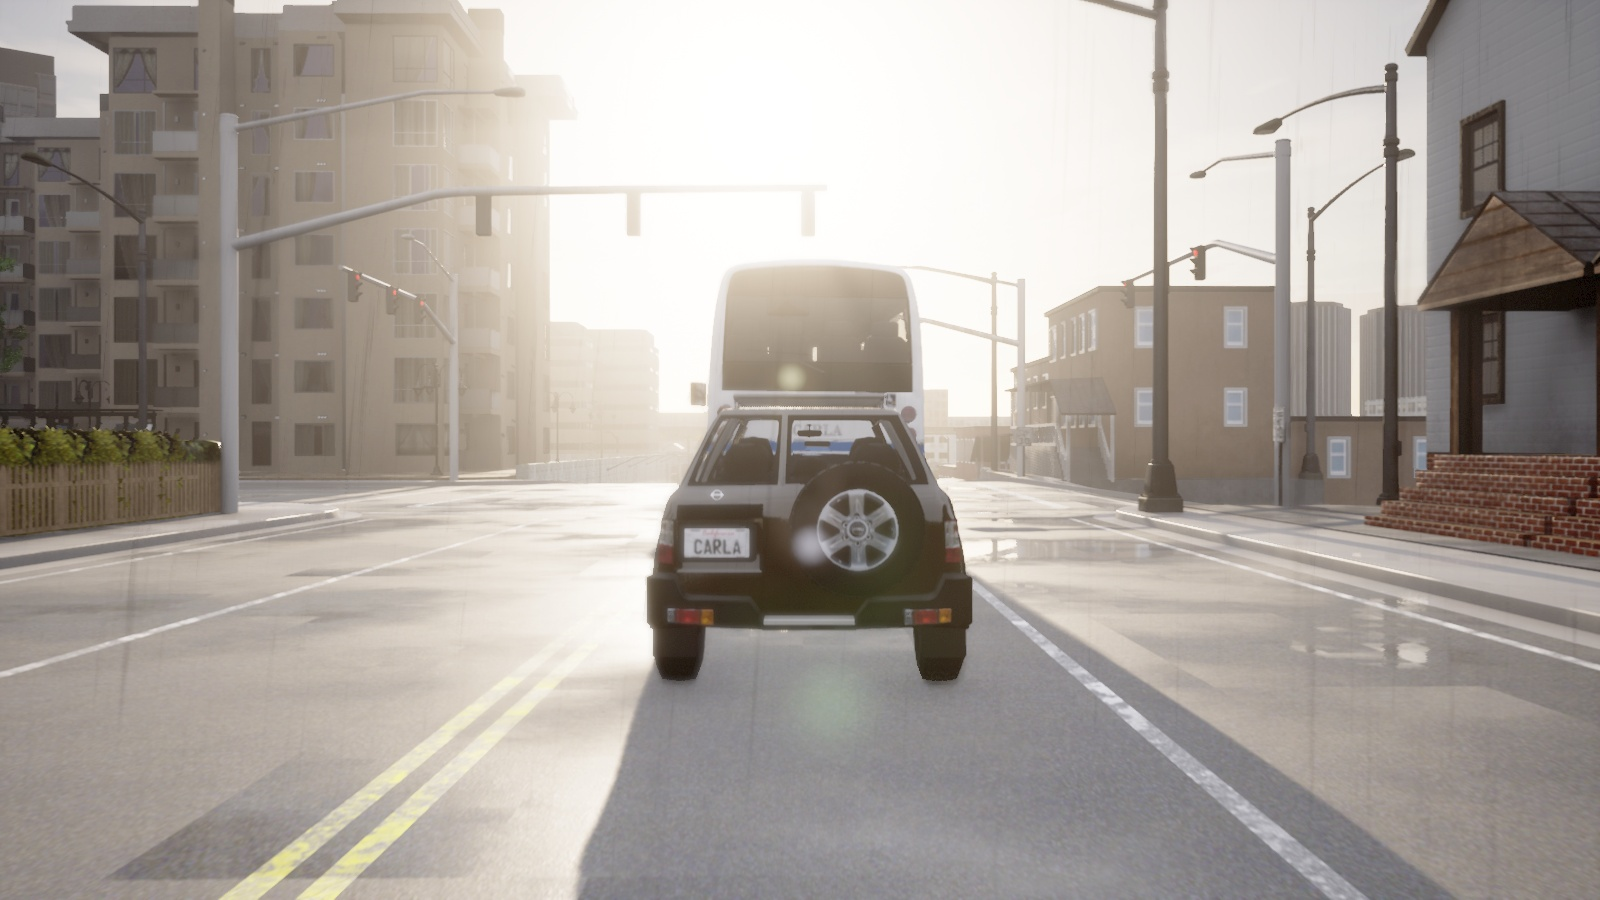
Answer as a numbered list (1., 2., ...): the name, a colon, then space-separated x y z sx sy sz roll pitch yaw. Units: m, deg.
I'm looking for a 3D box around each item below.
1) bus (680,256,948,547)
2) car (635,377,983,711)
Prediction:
1. bus: -0.101 -0.725 23.718 3.944 4.253 10.273 0 0 -4
2. car: 0.070 0.525 9.282 1.932 1.855 4.605 0 0 1
